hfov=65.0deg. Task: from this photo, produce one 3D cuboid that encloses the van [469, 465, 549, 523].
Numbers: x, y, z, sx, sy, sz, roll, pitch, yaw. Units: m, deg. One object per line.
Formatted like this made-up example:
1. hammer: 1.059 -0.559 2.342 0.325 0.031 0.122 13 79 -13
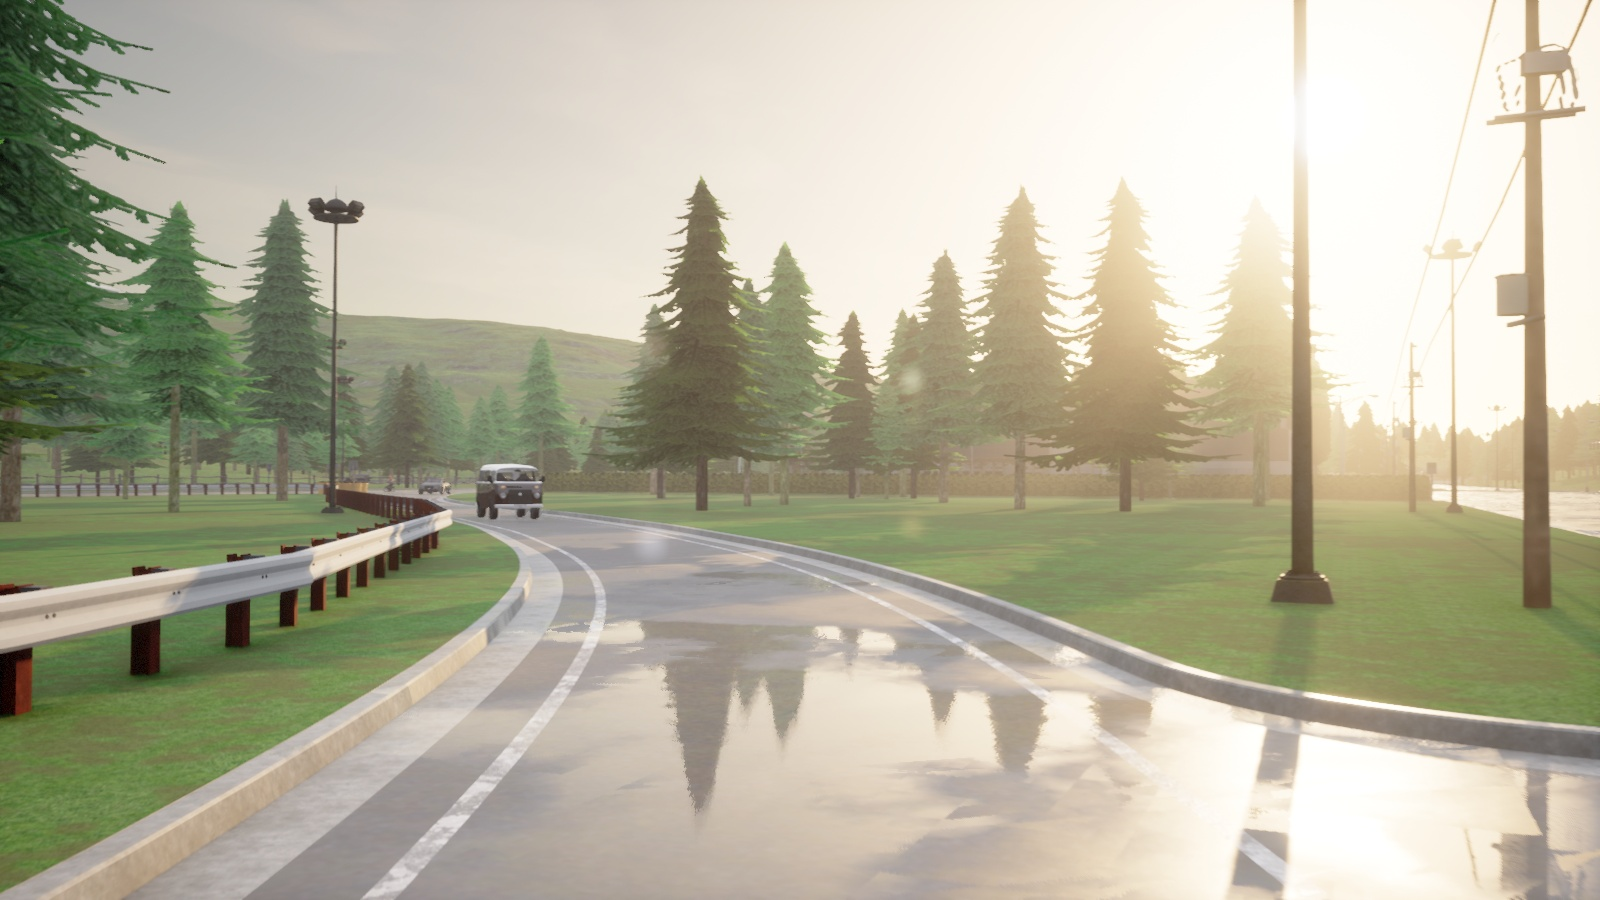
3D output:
1. van: -10.822 1.611 46.503 2.069 2.038 4.480 0 -2 -24
